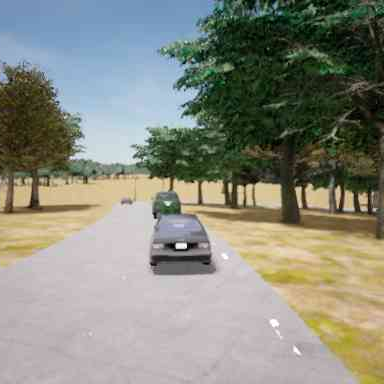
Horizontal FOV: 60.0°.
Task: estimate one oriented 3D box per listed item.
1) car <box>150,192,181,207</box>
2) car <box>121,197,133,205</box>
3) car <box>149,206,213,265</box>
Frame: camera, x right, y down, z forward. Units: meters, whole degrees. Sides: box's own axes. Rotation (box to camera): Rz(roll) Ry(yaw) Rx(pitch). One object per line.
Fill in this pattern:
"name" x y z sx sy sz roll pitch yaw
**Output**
"car" -2.166 0.982 27.325 2.150 2.045 5.566 -1 1 -8
"car" -11.494 1.555 58.591 1.994 1.385 4.181 -1 -1 -11
"car" -0.438 1.434 11.220 2.033 1.411 5.357 0 1 -4
